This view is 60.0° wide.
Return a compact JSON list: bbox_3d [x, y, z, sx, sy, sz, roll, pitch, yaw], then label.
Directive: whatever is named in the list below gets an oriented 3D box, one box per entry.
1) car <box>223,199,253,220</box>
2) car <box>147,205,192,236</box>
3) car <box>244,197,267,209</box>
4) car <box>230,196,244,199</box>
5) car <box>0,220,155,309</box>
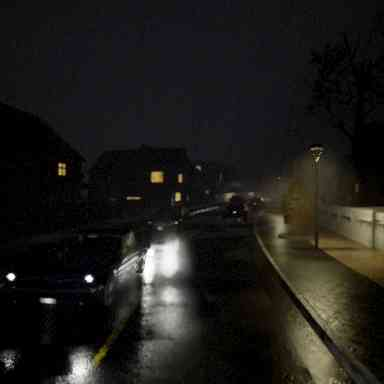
[{"bbox_3d":[3.792,1.536,27.940,1.994,1.385,4.181,0,1,14],"label":"car"},{"bbox_3d":[-1.162,1.502,18.548,2.128,1.511,4.902,0,0,9],"label":"car"},{"bbox_3d":[8.425,1.370,42.768,1.994,1.385,4.181,0,1,20],"label":"car"},{"bbox_3d":[6.053,1.288,45.027,1.837,1.490,4.892,0,1,21],"label":"car"},{"bbox_3d":[-2.359,1.611,8.050,1.895,1.301,4.718,0,0,5],"label":"car"}]
